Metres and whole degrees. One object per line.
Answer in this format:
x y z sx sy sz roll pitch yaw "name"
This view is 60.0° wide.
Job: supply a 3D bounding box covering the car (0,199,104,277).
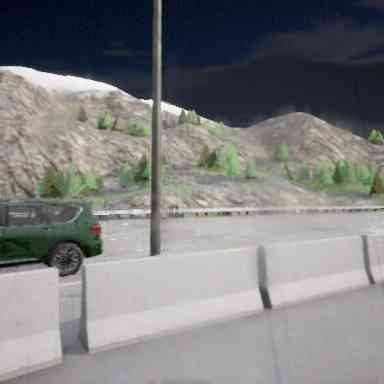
-5.181 1.219 8.807 5.566 2.045 2.150 1 0 -34 "car"
